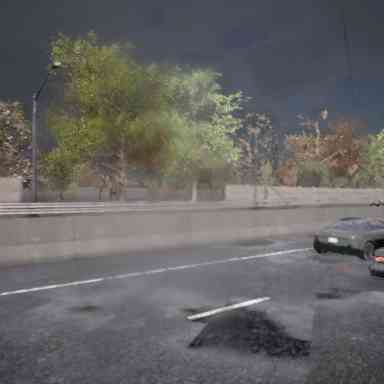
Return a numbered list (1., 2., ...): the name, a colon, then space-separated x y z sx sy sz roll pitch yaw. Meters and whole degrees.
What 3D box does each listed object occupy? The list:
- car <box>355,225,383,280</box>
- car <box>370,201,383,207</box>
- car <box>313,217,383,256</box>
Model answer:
1. car: 6.729 1.631 8.632 5.357 1.411 2.033 1 0 -35
2. car: 32.621 2.123 57.233 4.718 1.301 1.895 1 0 -35
3. car: 6.582 1.668 12.801 4.181 1.385 1.994 0 0 -35
